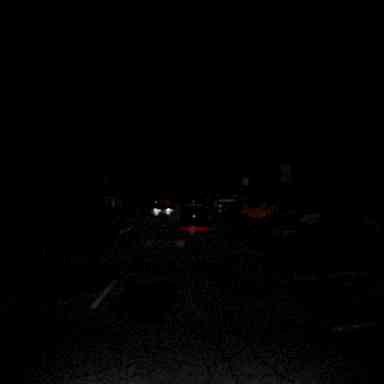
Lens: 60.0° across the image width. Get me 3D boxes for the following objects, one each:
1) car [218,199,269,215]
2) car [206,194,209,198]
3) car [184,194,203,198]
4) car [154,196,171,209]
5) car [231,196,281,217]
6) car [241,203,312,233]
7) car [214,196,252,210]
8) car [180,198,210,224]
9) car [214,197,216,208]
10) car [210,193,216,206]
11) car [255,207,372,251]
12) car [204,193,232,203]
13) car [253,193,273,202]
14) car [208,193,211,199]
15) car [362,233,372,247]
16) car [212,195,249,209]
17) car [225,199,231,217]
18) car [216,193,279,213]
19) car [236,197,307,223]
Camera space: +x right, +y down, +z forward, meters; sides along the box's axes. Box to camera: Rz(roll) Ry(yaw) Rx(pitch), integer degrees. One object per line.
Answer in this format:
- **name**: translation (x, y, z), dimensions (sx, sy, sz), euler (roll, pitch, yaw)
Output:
- **car**: translation (5.373, 1.522, 34.890), dimensions (4.792, 1.488, 2.163), euler (1, 0, -20)
- **car**: translation (5.480, 1.546, 55.927), dimensions (5.008, 1.535, 2.097), euler (1, 0, -20)
- **car**: translation (0.184, 1.244, 42.875), dimensions (2.150, 2.045, 5.566), euler (0, 0, 0)
- **car**: translation (-3.998, 1.381, 45.890), dimensions (2.097, 1.767, 4.553), euler (0, 0, 0)
- **car**: translation (5.381, 1.354, 22.900), dimensions (4.553, 1.767, 2.185), euler (1, 0, -20)
- **car**: translation (5.299, 1.507, 16.879), dimensions (4.792, 1.488, 2.163), euler (1, 0, -20)
- **car**: translation (5.412, 1.385, 43.906), dimensions (4.553, 1.767, 2.185), euler (1, 0, -20)
- **car**: translation (0.136, 1.472, 24.808), dimensions (1.882, 1.535, 5.008), euler (0, 0, 0)
- **car**: translation (5.214, 1.482, 31.833), dimensions (5.366, 1.575, 1.946), euler (1, 0, -20)
- **car**: translation (5.393, 1.246, 37.892), dimensions (5.566, 2.045, 2.435), euler (1, 0, -20)
- **car**: translation (5.321, 1.519, 13.887), dimensions (4.674, 1.452, 2.002), euler (1, 0, -20)
- **car**: translation (5.528, 1.344, 70.964), dimensions (5.566, 2.045, 2.435), euler (1, 0, -20)
- **car**: translation (18.522, 1.406, 86.934), dimensions (2.435, 2.045, 5.566), euler (0, 1, -21)
- **car**: translation (5.513, 1.412, 52.924), dimensions (4.553, 1.767, 2.185), euler (1, 0, -20)
- **car**: translation (5.313, 1.484, 4.887), dimensions (4.892, 1.521, 2.231), euler (1, 0, -20)
- **car**: translation (5.425, 1.393, 46.907), dimensions (4.553, 1.767, 2.185), euler (1, 0, -20)
- **car**: translation (5.357, 1.521, 25.897), dimensions (4.674, 1.452, 2.002), euler (1, 0, -20)
- **car**: translation (5.364, 1.233, 28.875), dimensions (5.566, 2.045, 2.435), euler (1, 0, -20)
- **car**: translation (5.369, 1.353, 19.899), dimensions (4.553, 1.767, 2.185), euler (1, 0, -20)
